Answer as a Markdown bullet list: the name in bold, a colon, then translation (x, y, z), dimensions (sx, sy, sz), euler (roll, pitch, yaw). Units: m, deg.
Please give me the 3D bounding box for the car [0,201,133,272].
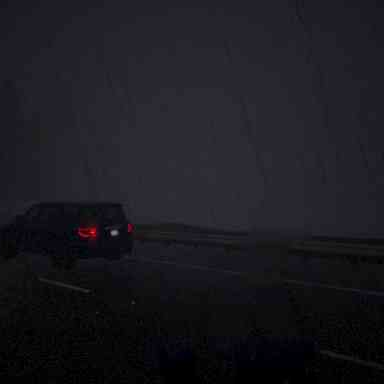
- **car**: translation (-4.499, 1.332, 11.501), dimensions (5.566, 2.045, 2.150), euler (-1, 0, 35)
